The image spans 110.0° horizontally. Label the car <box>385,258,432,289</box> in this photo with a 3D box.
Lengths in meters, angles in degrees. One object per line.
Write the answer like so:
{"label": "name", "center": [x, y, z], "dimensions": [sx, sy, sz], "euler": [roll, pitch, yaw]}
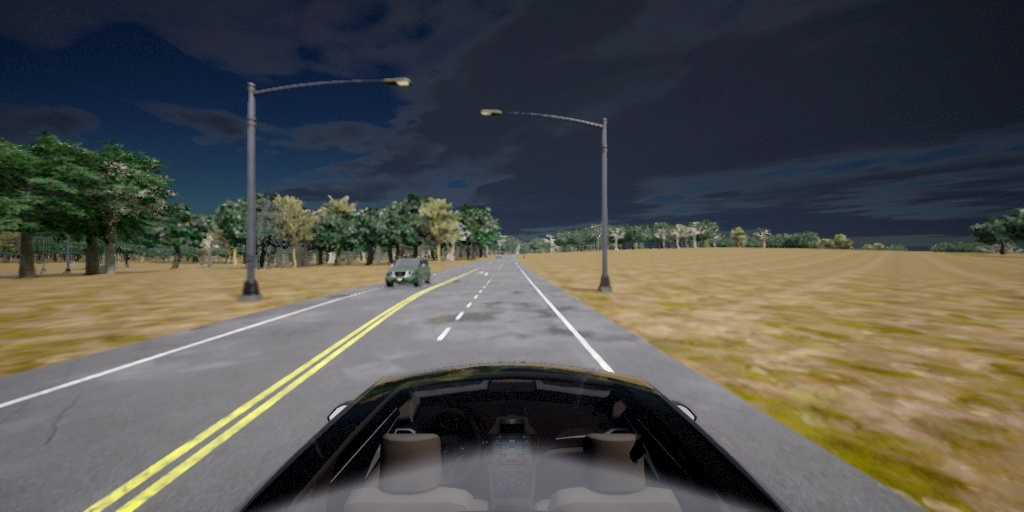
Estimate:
{"label": "car", "center": [-7.209, 1.135, 25.544], "dimensions": [2.150, 2.045, 5.566], "euler": [0, 0, -1]}
